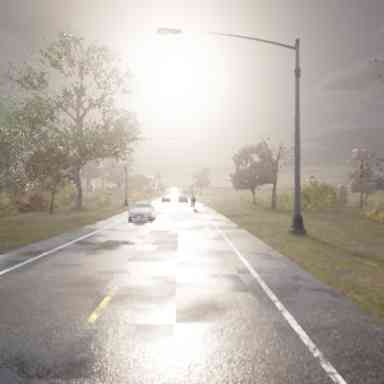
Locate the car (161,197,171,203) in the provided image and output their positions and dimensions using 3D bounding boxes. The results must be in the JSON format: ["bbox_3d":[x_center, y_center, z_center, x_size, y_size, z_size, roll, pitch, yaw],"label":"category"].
[{"bbox_3d":[-5.183,1.561,66.969,1.895,1.301,4.718,0,0,-3],"label":"car"}]

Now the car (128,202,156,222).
[{"bbox_3d":[-3.879,1.515,26.374,1.812,1.442,4.674,0,0,-1],"label":"car"}]

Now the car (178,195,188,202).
[{"bbox_3d":[-1.896,1.513,71.371,1.994,1.385,4.181,0,0,-3],"label":"car"}]

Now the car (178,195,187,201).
[{"bbox_3d":[-2.440,1.490,81.706,2.033,1.411,5.357,0,0,-3],"label":"car"}]

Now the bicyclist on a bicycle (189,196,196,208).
[{"bbox_3d":[0.268,1.349,42.608,0.659,1.776,1.843,0,0,-2],"label":"bicyclist on a bicycle"}]

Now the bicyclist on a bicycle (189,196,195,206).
[{"bbox_3d":[-0.064,1.409,52.648,0.866,1.612,1.509,0,0,-2],"label":"bicyclist on a bicycle"}]
